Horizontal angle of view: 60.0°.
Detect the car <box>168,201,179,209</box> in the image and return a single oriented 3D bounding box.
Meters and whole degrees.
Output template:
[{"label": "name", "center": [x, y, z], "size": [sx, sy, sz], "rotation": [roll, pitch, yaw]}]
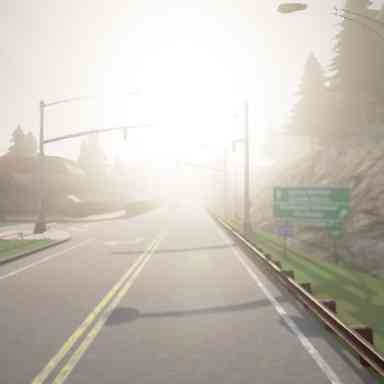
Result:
[{"label": "car", "center": [-3.486, 2.412, 63.061], "size": [1.812, 1.442, 4.674], "rotation": [0, 0, 0]}]
